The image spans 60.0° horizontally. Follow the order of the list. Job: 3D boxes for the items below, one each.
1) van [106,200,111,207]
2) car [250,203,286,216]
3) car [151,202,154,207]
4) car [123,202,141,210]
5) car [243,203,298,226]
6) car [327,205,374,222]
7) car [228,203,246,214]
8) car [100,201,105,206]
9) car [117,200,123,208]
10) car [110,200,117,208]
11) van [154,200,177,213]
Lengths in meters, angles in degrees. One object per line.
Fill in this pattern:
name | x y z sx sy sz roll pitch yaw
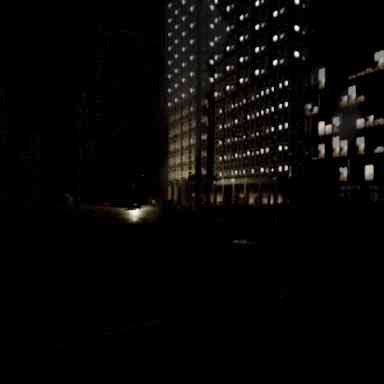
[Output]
van | -18.066 2.655 76.761 1.690 1.788 3.998 -1 -1 -26
car | 9.025 2.089 39.868 1.947 1.339 4.313 -1 -1 -26
car | -8.071 2.835 75.332 1.802 1.307 4.206 -1 -1 -26
car | -10.736 2.544 61.561 2.008 1.369 4.403 -1 -1 -26
car | 6.361 1.828 26.096 2.008 1.369 4.403 -1 -1 -26
car | 13.909 1.874 29.735 2.008 1.369 4.403 -1 -1 -26
car | 6.582 2.191 44.934 1.947 1.339 4.313 -1 -1 -26
car | -22.947 3.075 86.891 1.887 1.381 4.507 -1 -1 -26
car | -13.105 2.622 66.475 1.752 1.417 4.829 -1 -1 -26
car | -15.621 2.751 71.694 1.887 1.381 4.507 -1 -1 -26
van | -3.413 2.022 46.365 1.690 1.788 3.998 -1 -1 -26
